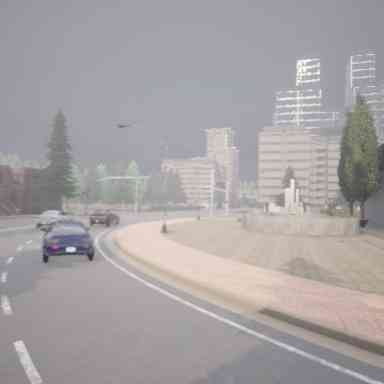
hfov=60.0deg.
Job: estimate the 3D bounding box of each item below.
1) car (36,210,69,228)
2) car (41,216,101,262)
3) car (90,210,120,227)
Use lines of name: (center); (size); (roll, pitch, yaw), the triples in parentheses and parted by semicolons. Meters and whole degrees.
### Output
car: (-11.844, 2.311, 28.801); (1.812, 1.442, 4.674); (1, -2, -2)
car: (-5.218, 1.925, 13.884); (1.812, 1.442, 4.674); (2, -2, -24)
car: (-8.290, 2.484, 31.827); (2.128, 1.511, 4.902); (1, -2, 2)
